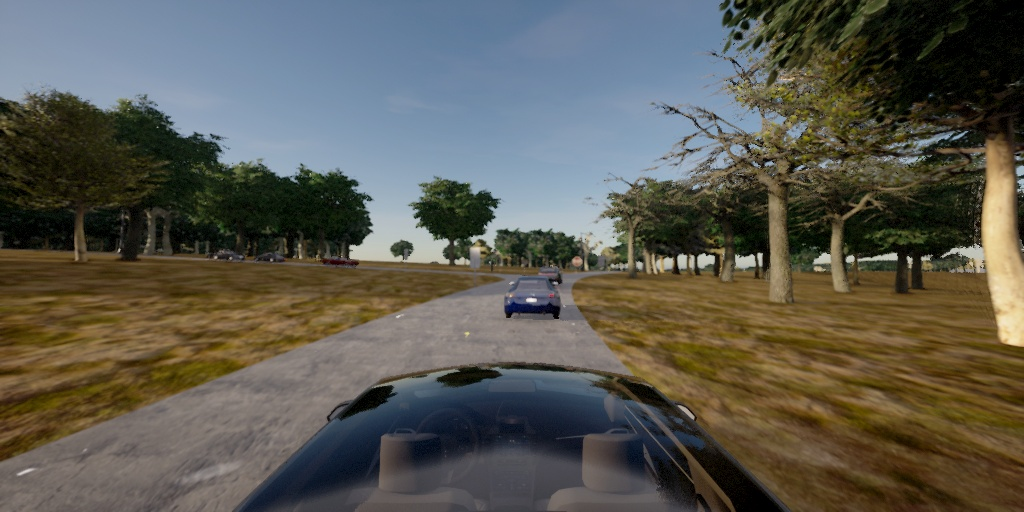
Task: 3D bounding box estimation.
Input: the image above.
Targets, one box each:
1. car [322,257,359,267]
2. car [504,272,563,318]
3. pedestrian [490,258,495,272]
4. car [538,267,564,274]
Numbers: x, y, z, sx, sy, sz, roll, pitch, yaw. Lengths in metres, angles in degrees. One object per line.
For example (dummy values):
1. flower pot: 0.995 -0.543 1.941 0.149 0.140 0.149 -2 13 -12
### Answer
1. car: -23.320 0.831 48.898 4.718 1.301 1.895 2 -2 15
2. car: 0.838 1.473 13.940 1.994 1.385 4.181 0 -1 5
3. pedestrian: -2.747 1.246 50.130 0.375 1.860 0.375 0 -5 14
4. car: 3.104 1.600 29.155 2.128 1.511 4.902 0 -1 11
